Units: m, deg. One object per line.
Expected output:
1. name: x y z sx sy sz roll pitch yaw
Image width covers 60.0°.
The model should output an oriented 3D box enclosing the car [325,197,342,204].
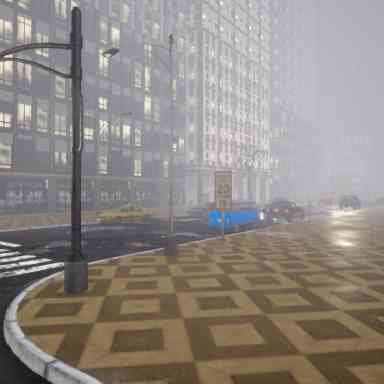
1. car: 28.483 1.624 66.944 2.008 1.369 4.403 0 0 38

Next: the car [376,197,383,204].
1. car: 38.121 1.658 66.556 1.947 1.339 4.313 0 0 38

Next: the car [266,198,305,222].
1. car: 7.625 1.472 26.841 1.967 1.590 4.097 0 0 38

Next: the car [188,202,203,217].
1. car: 1.375 1.603 31.641 1.802 1.307 4.206 0 0 38

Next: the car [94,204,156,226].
1. car: -4.724 1.540 23.911 1.752 1.417 4.829 0 0 38

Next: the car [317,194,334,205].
1. car: 25.095 1.380 62.532 2.192 1.841 5.009 0 0 38

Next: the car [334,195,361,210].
1. car: 21.179 1.368 44.493 2.192 1.841 5.009 0 0 38

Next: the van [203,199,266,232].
1. van: 2.670 1.368 20.206 1.690 1.788 3.998 0 0 38
